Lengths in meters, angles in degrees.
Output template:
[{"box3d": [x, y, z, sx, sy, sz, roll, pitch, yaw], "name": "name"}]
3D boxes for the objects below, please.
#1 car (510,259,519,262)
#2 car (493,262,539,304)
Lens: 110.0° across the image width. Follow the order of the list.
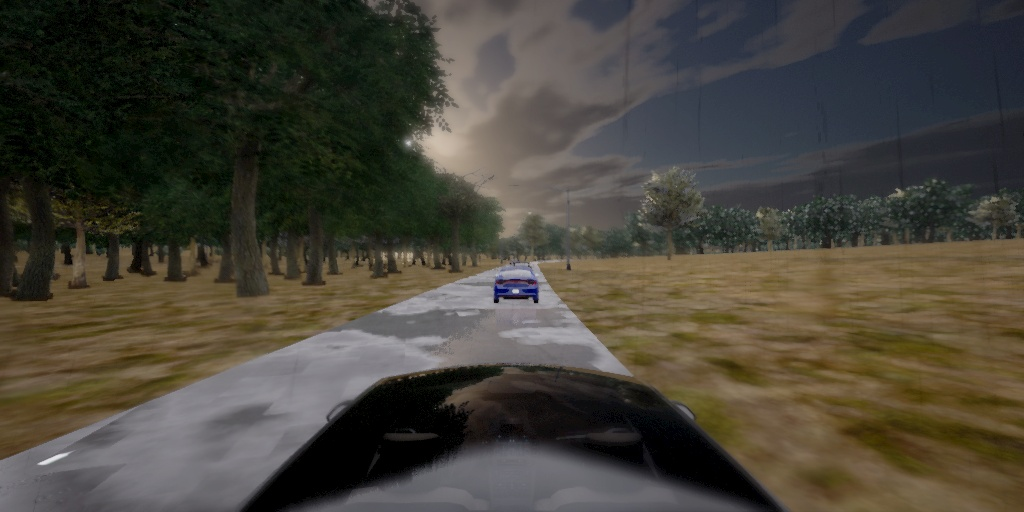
[{"box3d": [0.892, 1.249, 31.366, 1.837, 1.490, 4.892, 0, 0, 3], "name": "car"}, {"box3d": [0.224, 1.226, 16.419, 1.882, 1.535, 5.008, 0, 0, 2], "name": "car"}]
